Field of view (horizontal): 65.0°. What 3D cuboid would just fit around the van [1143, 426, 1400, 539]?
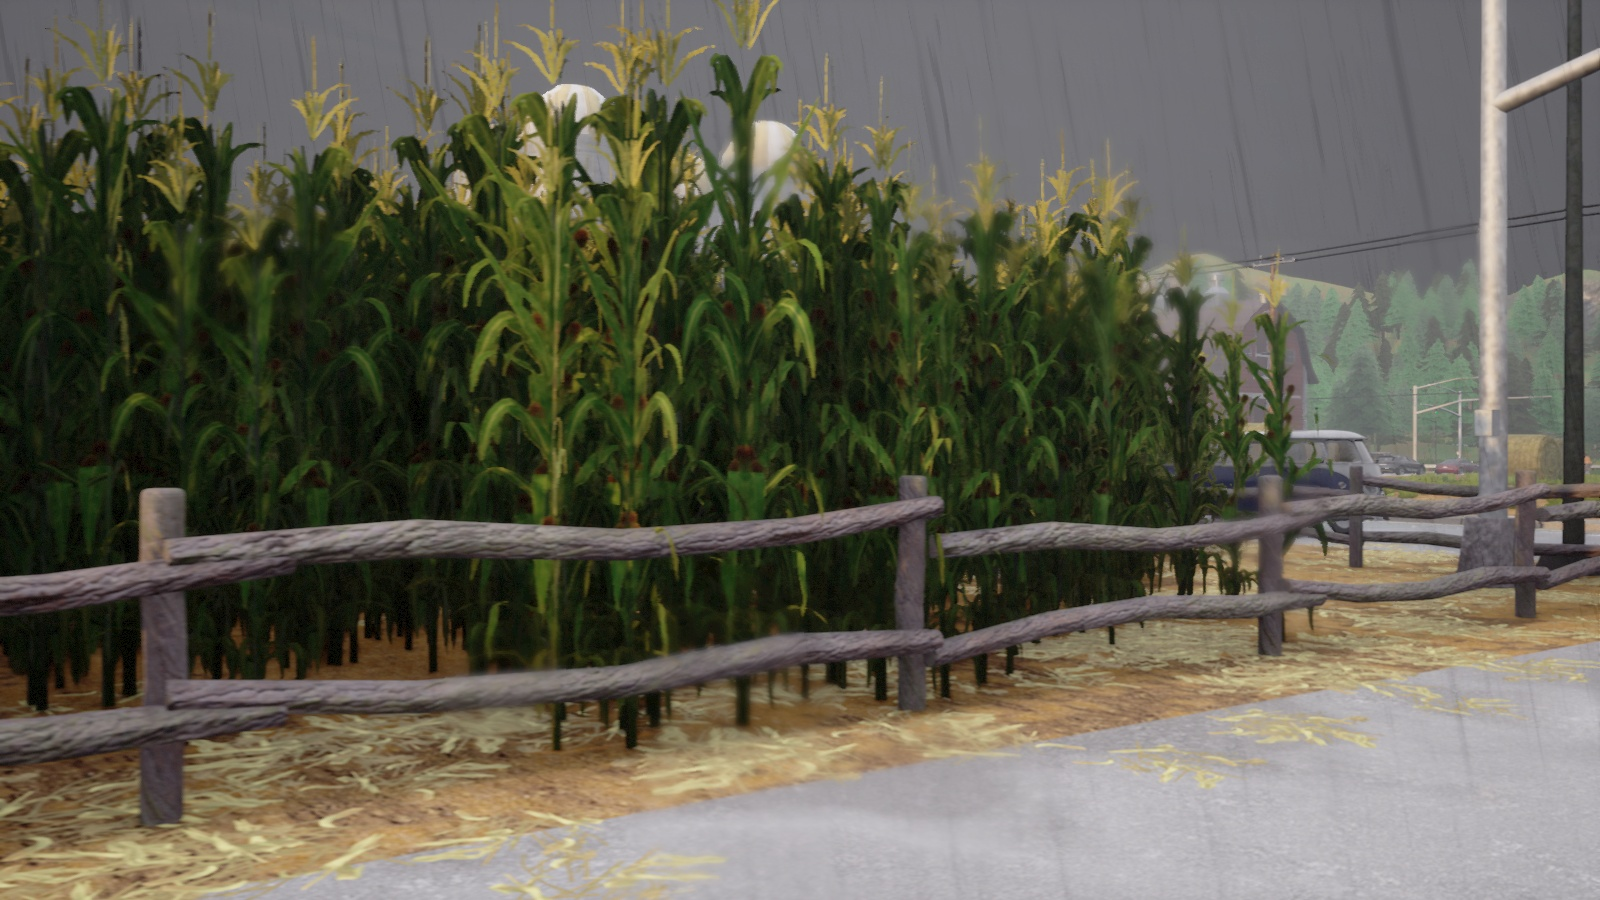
[{"bbox_3d":[9.013,0.579,24.362,1.775,1.987,4.442,0,0,-35],"label":"van"}]
